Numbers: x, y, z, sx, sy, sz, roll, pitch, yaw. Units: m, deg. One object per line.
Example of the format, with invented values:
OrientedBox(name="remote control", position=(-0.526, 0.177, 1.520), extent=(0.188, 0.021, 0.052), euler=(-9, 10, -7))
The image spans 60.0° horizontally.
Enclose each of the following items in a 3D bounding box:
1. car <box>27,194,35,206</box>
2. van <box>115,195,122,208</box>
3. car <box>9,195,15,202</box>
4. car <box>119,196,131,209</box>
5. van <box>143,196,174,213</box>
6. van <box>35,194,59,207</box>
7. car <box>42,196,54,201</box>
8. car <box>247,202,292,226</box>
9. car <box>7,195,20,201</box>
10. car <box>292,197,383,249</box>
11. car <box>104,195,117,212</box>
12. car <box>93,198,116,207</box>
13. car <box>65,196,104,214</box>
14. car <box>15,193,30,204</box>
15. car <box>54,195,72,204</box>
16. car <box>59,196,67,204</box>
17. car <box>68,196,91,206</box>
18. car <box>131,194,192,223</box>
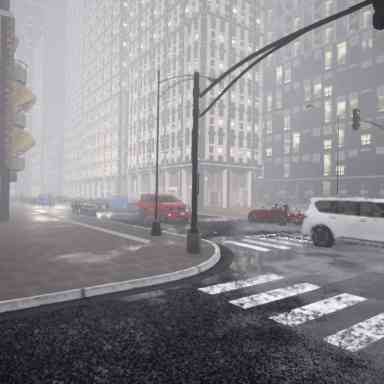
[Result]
OrientedBox(name="car", position=(-23.747, 1.432, 51.430), extent=(1.802, 1.307, 4.206), euler=(1, -1, -35))
OrientedBox(name="van", position=(-10.388, 1.368, 47.019), extent=(1.690, 1.788, 3.998), euler=(1, -1, -35))
OrientedBox(name="car", position=(-36.753, 1.396, 69.906), extent=(1.947, 1.339, 4.313), euler=(1, -1, -35))
OrientedBox(name="car", position=(-7.140, 1.584, 42.397), extent=(2.008, 1.369, 4.403), euler=(1, -1, -35))
OrientedBox(name="van", position=(-3.885, 1.382, 37.781), extent=(1.690, 1.788, 3.998), euler=(1, -1, -35))
OrientedBox(name="van", position=(-20.491, 1.197, 46.814), extent=(1.690, 1.788, 3.998), euler=(1, -1, -35))
OrientedBox(name="car", position=(-36.405, 1.570, 83.966), extent=(1.802, 1.307, 4.206), euler=(1, -1, -35))
OrientedBox(name="car", position=(5.869, 1.505, 23.923), extent=(1.967, 1.590, 4.097), euler=(1, -1, -35))
OrientedBox(name="car", position=(-40.004, 1.377, 74.525), extent=(2.008, 1.369, 4.403), euler=(1, -1, -35))
OrientedBox(name="car", position=(6.832, 1.222, 12.456), extent=(2.150, 2.045, 5.566), euler=(0, 0, -35))
OrientedBox(name="car", position=(-10.749, 1.413, 37.486), extent=(2.128, 1.511, 4.902), euler=(1, -1, -35))
OrientedBox(name="car", position=(-13.644, 1.586, 51.635), extent=(1.947, 1.339, 4.313), euler=(1, -1, -35))
OrientedBox(name="car", position=(-10.740, 1.427, 32.955), extent=(2.008, 1.369, 4.403), euler=(1, -1, -35))
OrientedBox(name="car", position=(-30.246, 1.155, 60.671), extent=(2.192, 1.841, 5.009), euler=(1, -1, -35))
OrientedBox(name="car", position=(-23.978, 1.433, 61.817), extent=(1.882, 1.535, 5.008), euler=(1, -1, -35))
OrientedBox(name="car", position=(-19.343, 1.061, 49.862), extent=(2.033, 1.411, 5.357), euler=(1, -1, -35))
OrientedBox(name="car", position=(-18.197, 1.457, 53.605), extent=(2.128, 1.511, 4.902), euler=(1, -1, -35))
OrientedBox(name="car", position=(-2.223, 1.165, 25.367), extent=(2.150, 2.045, 5.566), euler=(1, -1, -35))
